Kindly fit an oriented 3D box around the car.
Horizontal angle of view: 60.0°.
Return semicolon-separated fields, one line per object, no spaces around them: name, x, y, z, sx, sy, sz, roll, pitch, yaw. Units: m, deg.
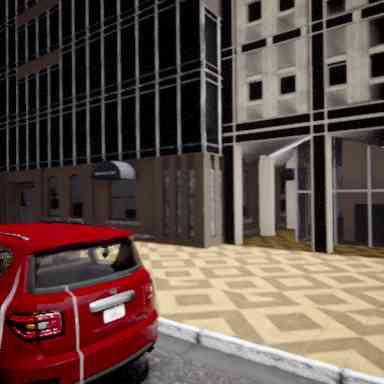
car;-2.751;1.364;4.837;5.009;1.841;2.192;-1;-1;35
